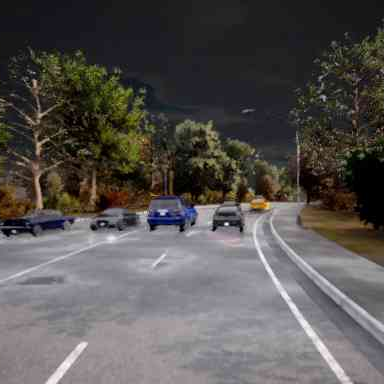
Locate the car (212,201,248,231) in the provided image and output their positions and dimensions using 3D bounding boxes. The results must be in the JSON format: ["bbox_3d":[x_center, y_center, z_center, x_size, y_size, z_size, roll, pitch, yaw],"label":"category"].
[{"bbox_3d":[2.444,1.579,21.340,1.837,1.490,4.892,-1,0,11],"label":"car"}]

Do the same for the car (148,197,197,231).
[{"bbox_3d":[-1.132,1.328,21.384,2.150,2.045,5.566,-1,0,11],"label":"car"}]

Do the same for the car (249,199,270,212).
[{"bbox_3d":[8.468,1.584,41.409,1.882,1.535,5.008,-1,-1,22],"label":"car"}]

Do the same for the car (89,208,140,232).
[{"bbox_3d":[-4.861,1.700,21.373,1.994,1.385,4.181,-1,0,11],"label":"car"}]

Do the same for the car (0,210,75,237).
[{"bbox_3d":[-8.817,1.746,19.332,1.895,1.301,4.718,0,-1,10],"label":"car"}]
